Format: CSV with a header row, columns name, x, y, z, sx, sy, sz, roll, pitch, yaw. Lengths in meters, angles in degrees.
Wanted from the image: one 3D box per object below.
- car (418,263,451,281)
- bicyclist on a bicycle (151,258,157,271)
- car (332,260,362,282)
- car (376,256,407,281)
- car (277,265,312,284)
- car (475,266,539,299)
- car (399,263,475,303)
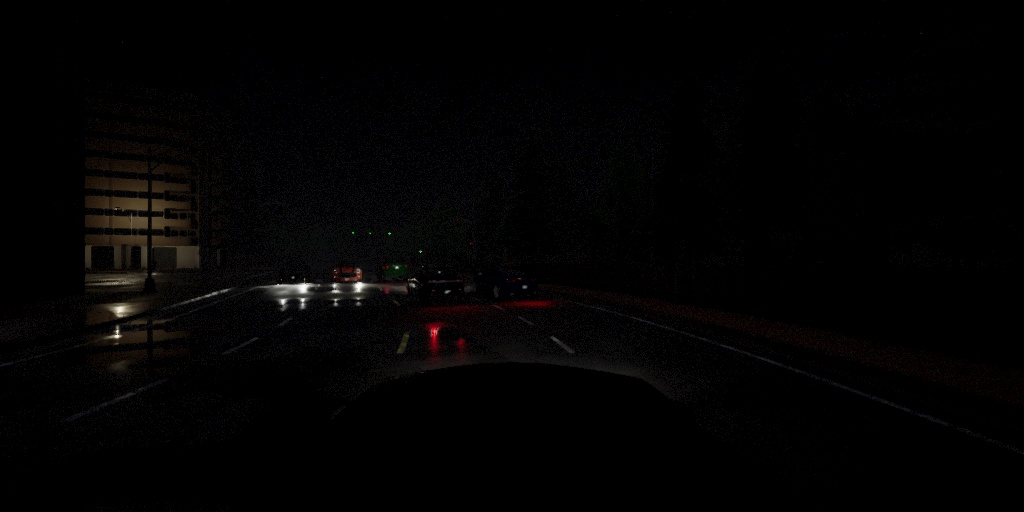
name,x,y,z,sx,sy,sz,roll,pitch,yaw
car,-6.919,1.321,31.751,1.994,1.385,4.181,0,0,-25
bicyclist on a bicycle,-45.929,1.104,45.938,0.582,1.620,1.656,0,0,-26
car,-13.278,1.153,28.824,2.097,1.767,4.553,0,0,-25
car,-10.094,1.006,30.278,2.150,2.045,5.566,0,0,-25
car,-16.427,1.348,27.297,1.994,1.385,4.181,0,0,-25
car,-0.492,1.234,18.198,1.882,1.535,5.008,0,0,-25
car,-3.654,1.244,16.698,2.128,1.511,4.902,0,0,-25
